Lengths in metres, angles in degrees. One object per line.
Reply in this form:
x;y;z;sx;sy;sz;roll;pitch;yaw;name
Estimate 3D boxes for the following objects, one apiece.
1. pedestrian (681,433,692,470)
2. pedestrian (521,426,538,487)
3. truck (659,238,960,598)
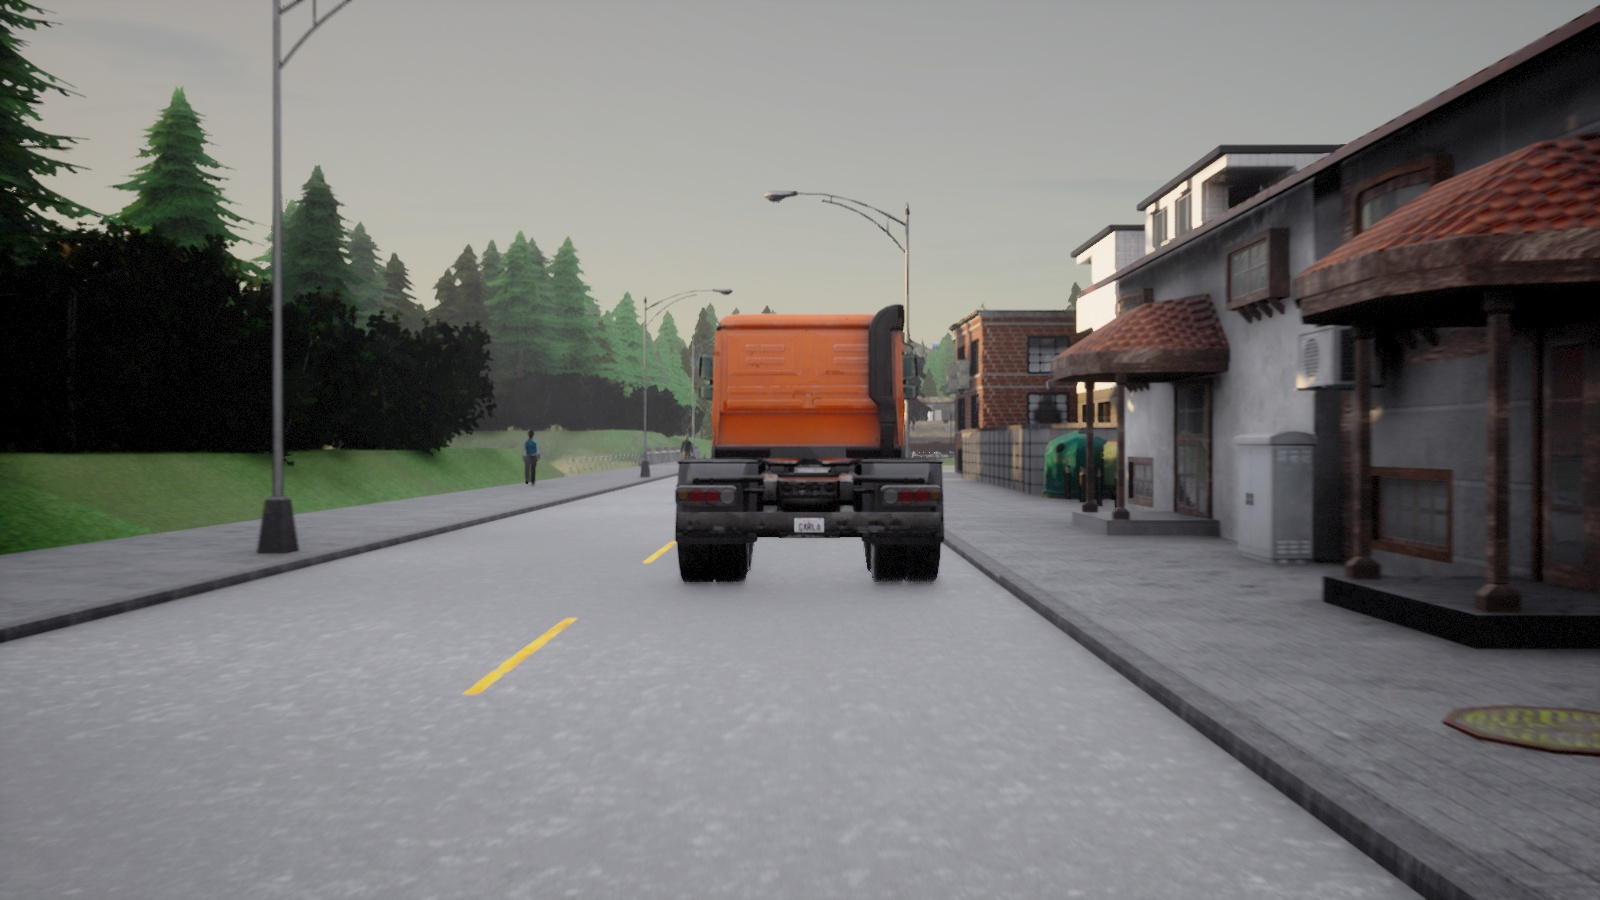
-5.699;0.084;63.128;0.402;1.842;0.726;0;0;9;pedestrian
-8.696;0.214;40.346;0.396;1.930;0.692;0;0;0;pedestrian
0.108;-0.329;16.039;2.891;3.462;7.936;0;0;0;truck
